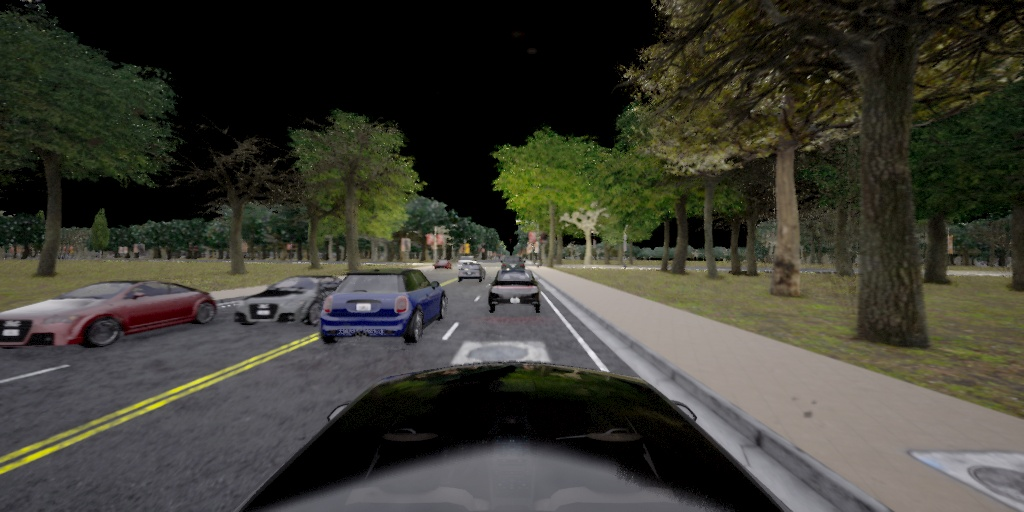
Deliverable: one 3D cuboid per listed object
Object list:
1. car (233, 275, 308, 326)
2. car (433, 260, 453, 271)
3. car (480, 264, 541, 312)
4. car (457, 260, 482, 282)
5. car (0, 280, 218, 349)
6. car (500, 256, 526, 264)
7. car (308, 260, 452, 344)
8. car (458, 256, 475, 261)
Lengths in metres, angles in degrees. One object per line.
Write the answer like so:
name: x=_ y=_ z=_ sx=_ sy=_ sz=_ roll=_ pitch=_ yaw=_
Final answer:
car: x=-6.599 y=1.320 z=11.509 sx=1.994 sy=1.385 sz=4.181 roll=0 pitch=0 yaw=0
car: x=-9.813 y=1.279 z=51.376 sx=1.882 sy=1.535 sz=5.008 roll=0 pitch=0 yaw=0
car: x=0.101 y=1.248 z=14.169 sx=2.128 sy=1.511 sz=4.902 roll=0 pitch=0 yaw=0
car: x=-3.148 y=1.313 z=28.821 sx=2.033 sy=1.411 sz=5.357 roll=0 pitch=0 yaw=0
car: x=-9.849 y=1.319 z=9.043 sx=1.994 sy=1.385 sz=4.181 roll=0 pitch=0 yaw=0
car: x=0.100 y=0.992 z=33.486 sx=2.150 sy=2.045 sz=5.566 roll=0 pitch=0 yaw=0
car: x=-3.150 y=1.107 z=9.747 sx=2.097 sy=1.767 sz=4.553 roll=0 pitch=0 yaw=0
car: x=-6.570 y=1.025 z=52.143 sx=2.150 sy=2.045 sz=5.566 roll=0 pitch=0 yaw=0
